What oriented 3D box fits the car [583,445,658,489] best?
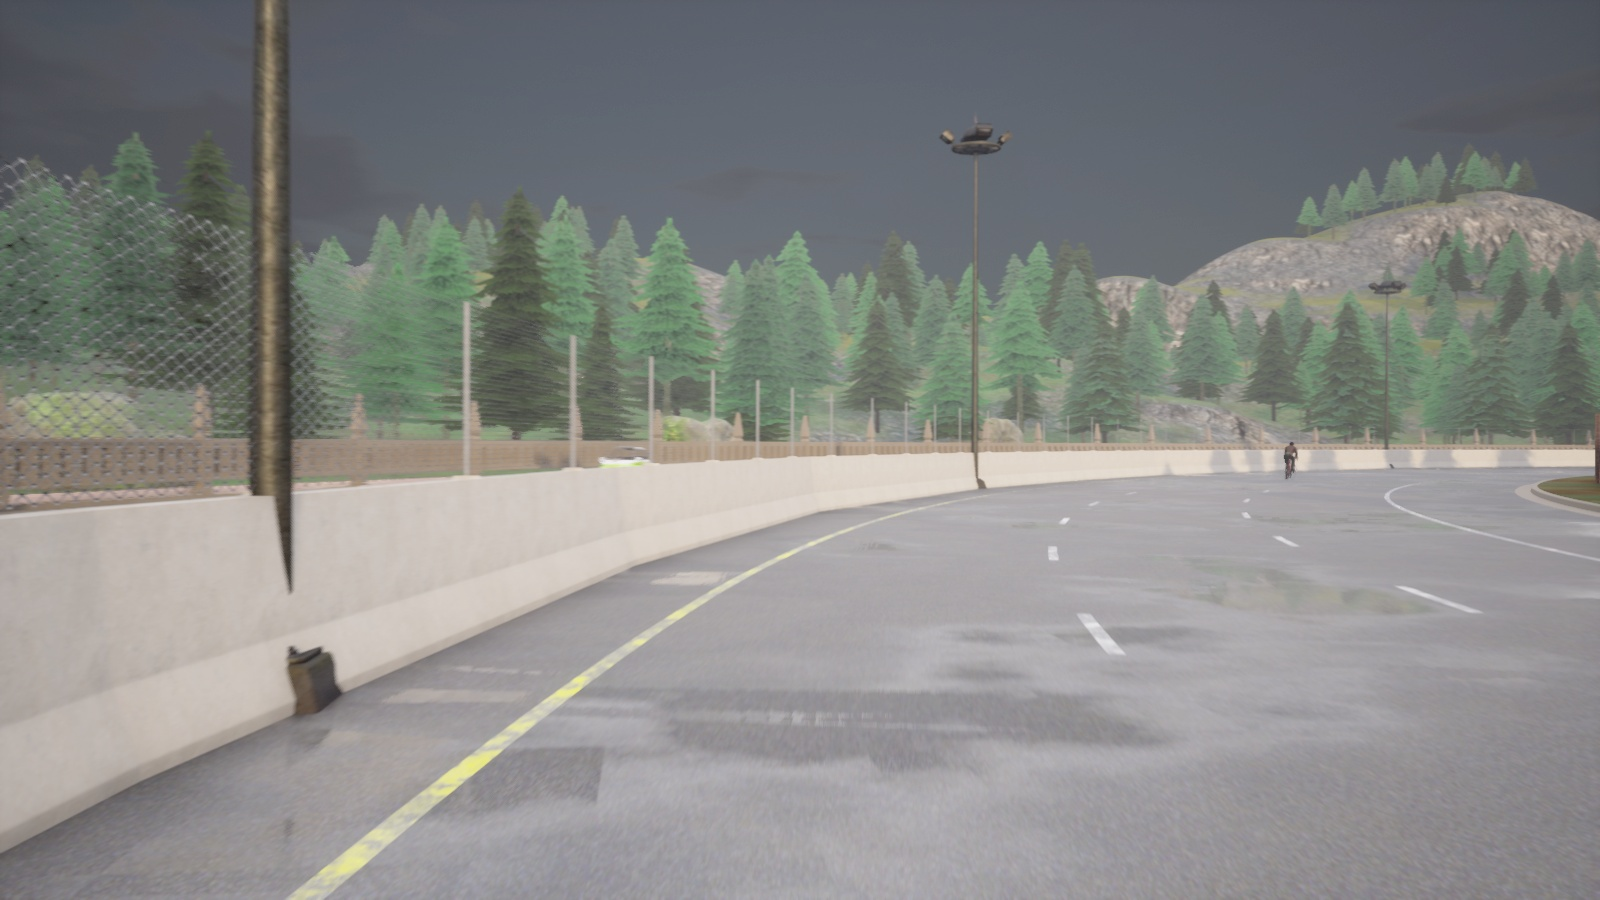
[{"bbox_3d":[-5.820,0.545,40.880,1.481,1.376,2.207,0,0,22],"label":"car"}]
